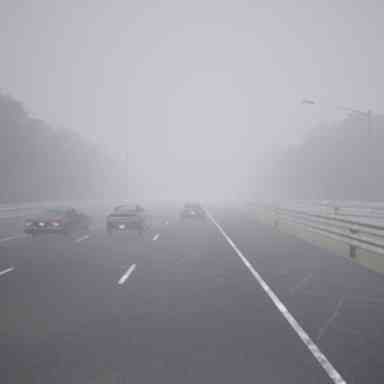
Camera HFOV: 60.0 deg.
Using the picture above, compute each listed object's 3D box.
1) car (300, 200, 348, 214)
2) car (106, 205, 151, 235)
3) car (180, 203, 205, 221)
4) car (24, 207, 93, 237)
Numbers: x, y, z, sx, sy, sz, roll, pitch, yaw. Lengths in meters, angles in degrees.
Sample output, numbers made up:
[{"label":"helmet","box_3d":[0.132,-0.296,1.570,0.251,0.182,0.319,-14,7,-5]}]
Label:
[{"label":"car","box_3d":[12.190,1.524,31.199,1.801,1.575,5.366,0,0,-14]},{"label":"car","box_3d":[-3.426,1.479,18.684,2.128,1.511,4.902,0,0,0]},{"label":"car","box_3d":[0.061,1.547,27.227,1.994,1.385,4.181,0,0,0]},{"label":"car","box_3d":[-6.929,1.535,17.843,2.033,1.411,5.357,0,0,0]}]
